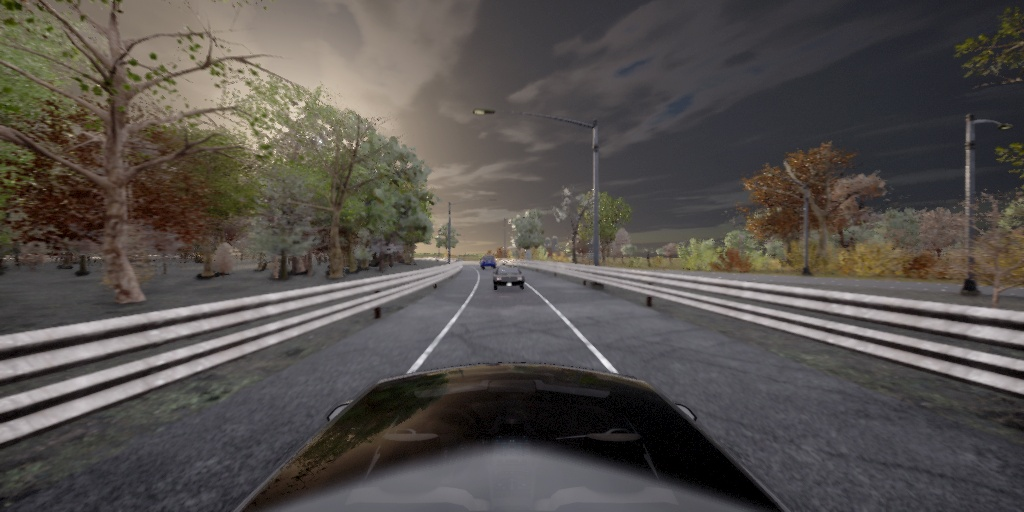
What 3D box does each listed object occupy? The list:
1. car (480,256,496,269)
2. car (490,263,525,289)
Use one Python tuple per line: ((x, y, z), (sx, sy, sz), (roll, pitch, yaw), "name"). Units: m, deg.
((-3.807, 0.961, 56.282), (2.150, 2.045, 5.566), (0, 0, -9), "car")
((-0.318, 1.361, 23.219), (1.895, 1.301, 4.718), (0, 0, -4), "car")
